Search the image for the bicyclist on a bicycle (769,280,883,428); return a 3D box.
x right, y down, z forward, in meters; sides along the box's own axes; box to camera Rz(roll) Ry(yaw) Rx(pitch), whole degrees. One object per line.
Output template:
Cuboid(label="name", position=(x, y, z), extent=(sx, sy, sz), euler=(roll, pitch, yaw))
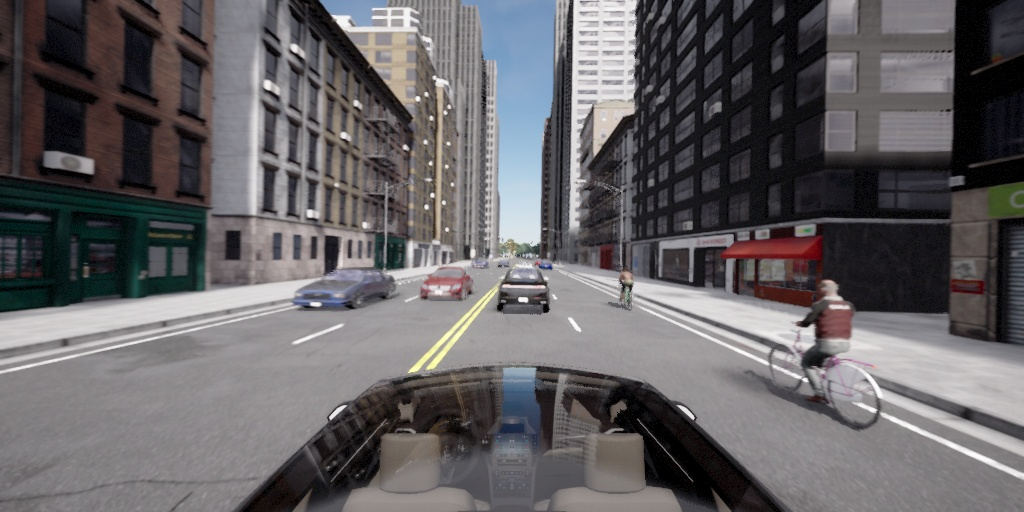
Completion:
Cuboid(label="bicyclist on a bicycle", position=(4.178, 1.200, 4.952), extent=(0.659, 1.776, 1.843), euler=(1, 0, 2))

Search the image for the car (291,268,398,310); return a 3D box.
Cuboid(label="car", position=(-6.244, 1.176, 14.231), extent=(2.033, 1.411, 5.357), euler=(1, 0, 2))

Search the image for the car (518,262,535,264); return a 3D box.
Cuboid(label="car", position=(1.553, 1.364, 45.005), extent=(1.895, 1.301, 4.718), euler=(1, 0, 2))

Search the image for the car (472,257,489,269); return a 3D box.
Cuboid(label="car", position=(-4.774, 0.987, 54.512), extent=(2.097, 1.767, 4.553), euler=(1, 0, 2))

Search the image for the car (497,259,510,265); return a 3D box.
Cuboid(label="car", position=(-1.334, 1.245, 58.952), extent=(2.033, 1.411, 5.357), euler=(1, 0, 3))

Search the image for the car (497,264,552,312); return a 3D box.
Cuboid(label="car", position=(0.467, 1.248, 14.367), extent=(2.128, 1.511, 4.902), euler=(1, 0, 2))

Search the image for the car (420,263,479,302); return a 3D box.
Cuboid(label="car", position=(-2.895, 1.218, 16.920), extent=(1.812, 1.442, 4.674), euler=(1, 0, 2))

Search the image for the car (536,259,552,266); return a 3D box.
Cuboid(label="car", position=(5.196, 1.389, 55.993), extent=(1.994, 1.385, 4.181), euler=(1, 0, 2))

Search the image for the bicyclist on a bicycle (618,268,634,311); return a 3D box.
Cuboid(label="bicyclist on a bicycle", position=(4.504, 1.287, 14.155), extent=(0.582, 1.620, 1.656), euler=(1, 0, 2))
